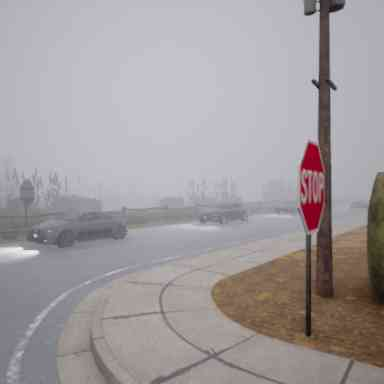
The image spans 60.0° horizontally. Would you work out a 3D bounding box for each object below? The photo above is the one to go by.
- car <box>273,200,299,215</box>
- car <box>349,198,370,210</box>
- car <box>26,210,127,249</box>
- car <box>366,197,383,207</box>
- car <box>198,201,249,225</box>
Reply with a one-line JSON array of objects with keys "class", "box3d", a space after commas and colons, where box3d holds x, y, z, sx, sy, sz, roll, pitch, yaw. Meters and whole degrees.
[{"class": "car", "box3d": [10.104, 1.500, 33.605, 2.033, 1.411, 5.357, 0, 0, 38]}, {"class": "car", "box3d": [21.463, 1.482, 42.131, 1.812, 1.442, 4.674, 0, 0, 38]}, {"class": "car", "box3d": [-4.858, 1.517, 14.499, 1.994, 1.385, 4.181, 0, 0, 38]}, {"class": "car", "box3d": [27.778, 1.482, 50.214, 1.812, 1.442, 4.674, 0, 0, 38]}, {"class": "car", "box3d": [2.334, 1.459, 23.689, 1.837, 1.490, 4.892, 0, 0, 38]}]
